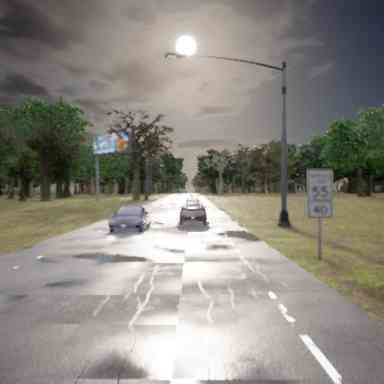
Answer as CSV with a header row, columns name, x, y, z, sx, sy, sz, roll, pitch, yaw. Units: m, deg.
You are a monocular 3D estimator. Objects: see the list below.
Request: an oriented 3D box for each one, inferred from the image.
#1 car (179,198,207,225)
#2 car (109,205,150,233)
name,x,y,z,sx,sy,sz,roll,pitch,yaw
car,0.079,1.451,23.916,2.128,1.511,4.902,0,0,0
car,-3.581,1.507,19.778,1.812,1.442,4.674,0,0,0
